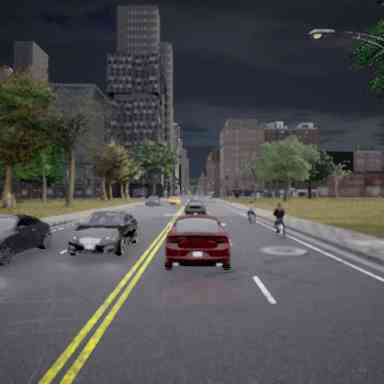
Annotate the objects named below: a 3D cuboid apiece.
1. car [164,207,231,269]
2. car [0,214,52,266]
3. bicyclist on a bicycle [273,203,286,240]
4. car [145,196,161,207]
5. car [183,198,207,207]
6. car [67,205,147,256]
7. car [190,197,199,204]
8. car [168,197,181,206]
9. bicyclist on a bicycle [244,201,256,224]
[{"bbox_3d":[0.164,1.487,11.215,1.882,1.535,5.008,0,0,0],"label":"car"},{"bbox_3d":[-6.534,1.515,11.632,1.812,1.442,4.674,0,0,0],"label":"car"},{"bbox_3d":[4.242,1.399,16.392,0.659,1.776,1.843,0,0,0],"label":"bicyclist on a bicycle"},{"bbox_3d":[-6.217,1.425,53.618,2.097,1.767,4.553,0,0,1],"label":"car"},{"bbox_3d":[0.285,1.544,29.575,1.837,1.490,4.892,0,0,0],"label":"car"},{"bbox_3d":[-3.274,1.492,13.101,2.128,1.511,4.902,0,0,0],"label":"car"},{"bbox_3d":[0.508,1.653,65.736,1.812,1.442,4.674,0,0,0],"label":"car"},{"bbox_3d":[-2.946,1.565,55.574,1.882,1.535,5.008,0,0,1],"label":"car"},{"bbox_3d":[4.293,1.478,24.360,0.866,1.612,1.509,0,0,1],"label":"bicyclist on a bicycle"}]
